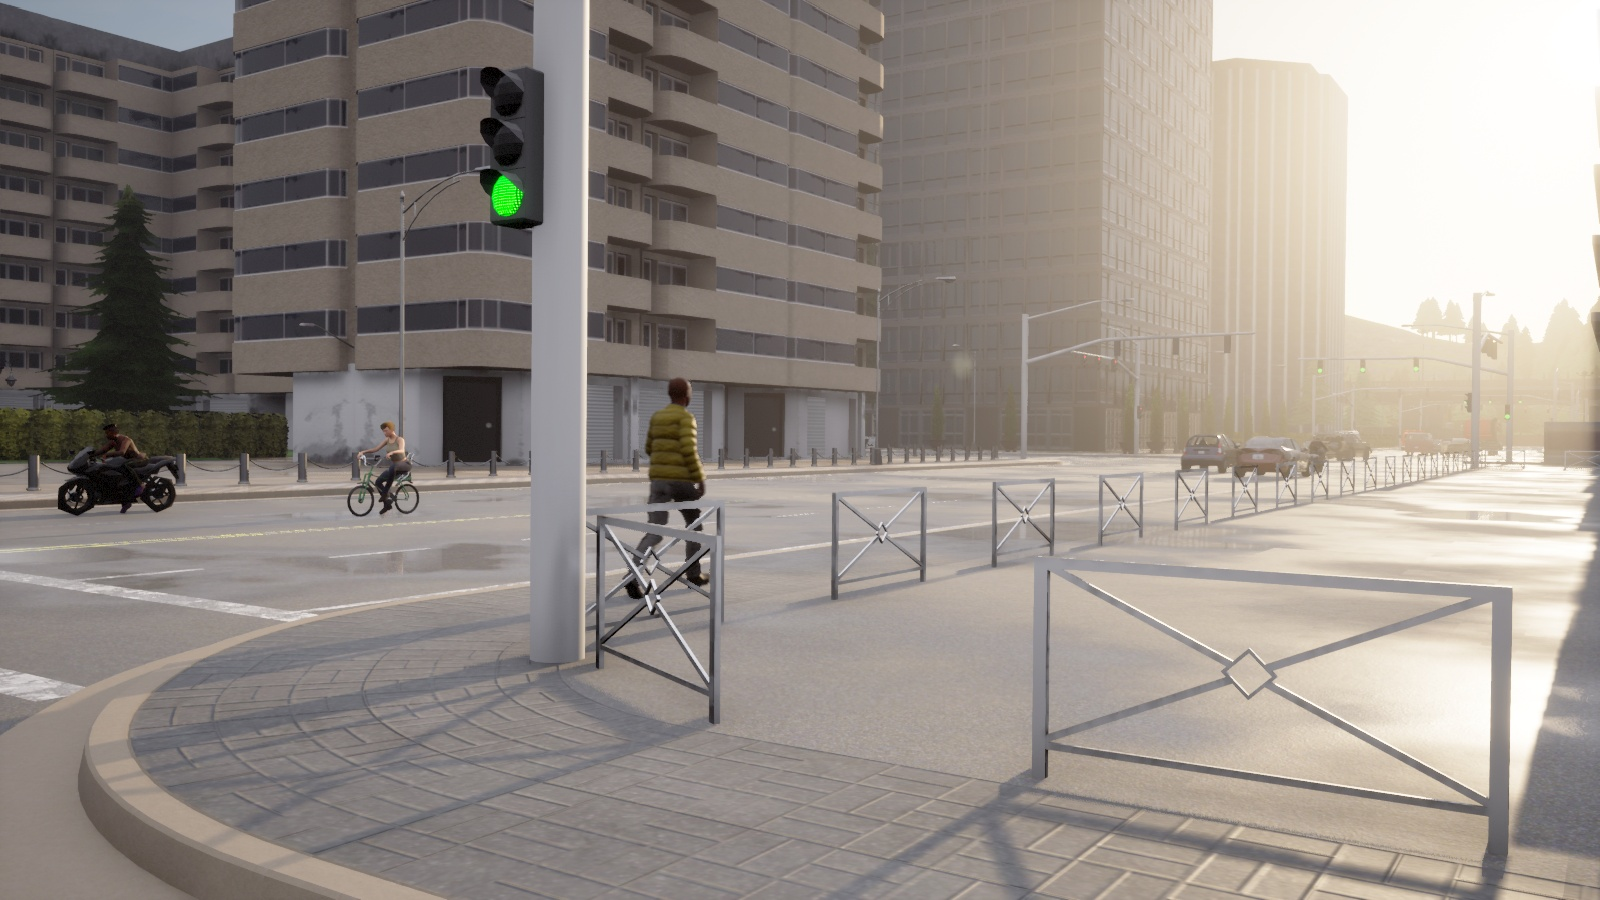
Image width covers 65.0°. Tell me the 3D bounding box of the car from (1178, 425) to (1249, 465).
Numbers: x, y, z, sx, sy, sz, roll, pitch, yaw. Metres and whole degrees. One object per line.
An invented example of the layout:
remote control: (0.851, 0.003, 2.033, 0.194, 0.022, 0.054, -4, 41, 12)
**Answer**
car: (17.234, -0.240, 52.258, 1.851, 1.617, 3.988, 0, 1, 33)

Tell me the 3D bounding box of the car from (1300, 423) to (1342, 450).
car: (36.743, -0.994, 88.571, 1.932, 1.855, 4.605, 0, 1, 33)

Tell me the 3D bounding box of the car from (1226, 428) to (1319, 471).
car: (17.412, -0.056, 46.126, 2.163, 1.488, 4.792, 0, 1, 33)

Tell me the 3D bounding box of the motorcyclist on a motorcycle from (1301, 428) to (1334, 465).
motorcyclist on a motorcycle: (21.773, -0.152, 52.811, 0.866, 1.530, 2.191, 0, 1, 33)

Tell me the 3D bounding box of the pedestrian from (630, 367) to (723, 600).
pedestrian: (-1.006, 0.258, 10.295, 0.370, 1.835, 0.726, 0, 1, 33)

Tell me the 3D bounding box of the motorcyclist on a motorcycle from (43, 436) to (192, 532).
motorcyclist on a motorcycle: (-11.443, 0.529, 21.112, 0.797, 1.523, 2.044, 0, 1, 33)

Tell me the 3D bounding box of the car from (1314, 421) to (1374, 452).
car: (33.870, -0.835, 78.104, 1.932, 1.855, 4.605, 1, 1, 44)

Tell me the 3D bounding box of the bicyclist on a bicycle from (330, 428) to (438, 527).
bicyclist on a bicycle: (-7.076, 0.440, 21.409, 0.866, 1.612, 1.509, 0, 1, 33)
